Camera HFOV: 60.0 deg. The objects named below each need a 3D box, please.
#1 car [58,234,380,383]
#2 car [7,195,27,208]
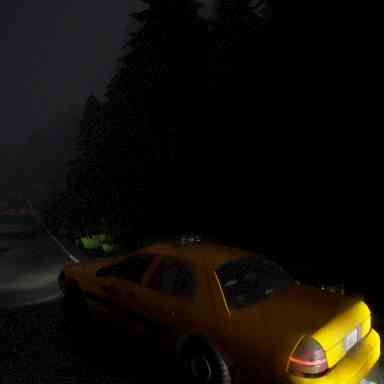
[{"bbox_3d":[-0.246,1.417,5.097,5.366,1.575,1.801,1,1,44],"label":"car"},{"bbox_3d":[-21.054,1.057,40.114,2.128,1.511,4.902,-2,2,-26],"label":"car"}]
